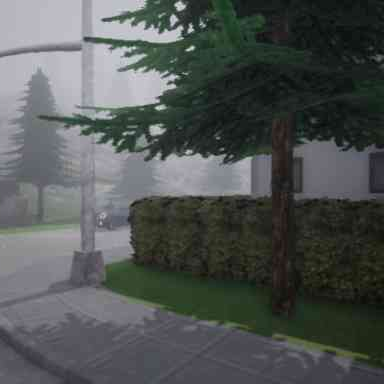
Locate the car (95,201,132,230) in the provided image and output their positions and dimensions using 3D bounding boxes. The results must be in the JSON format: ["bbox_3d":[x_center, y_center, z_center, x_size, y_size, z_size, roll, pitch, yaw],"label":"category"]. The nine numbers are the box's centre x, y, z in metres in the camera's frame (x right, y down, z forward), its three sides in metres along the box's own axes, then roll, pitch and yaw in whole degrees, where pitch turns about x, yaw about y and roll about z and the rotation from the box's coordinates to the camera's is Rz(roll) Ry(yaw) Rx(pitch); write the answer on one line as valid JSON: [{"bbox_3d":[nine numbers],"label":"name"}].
[{"bbox_3d":[-4.653,1.355,21.141,2.097,1.767,4.553,0,0,36],"label":"car"}]
